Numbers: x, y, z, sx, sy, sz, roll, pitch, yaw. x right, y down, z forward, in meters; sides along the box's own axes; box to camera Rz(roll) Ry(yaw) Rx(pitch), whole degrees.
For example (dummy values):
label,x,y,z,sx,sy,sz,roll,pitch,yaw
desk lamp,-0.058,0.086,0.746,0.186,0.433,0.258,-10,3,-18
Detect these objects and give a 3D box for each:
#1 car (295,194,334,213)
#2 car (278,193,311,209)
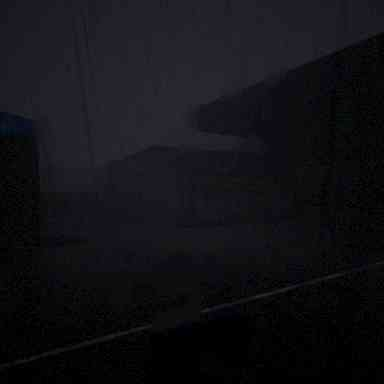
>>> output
label,x,y,z,sx,sy,sz,roll,pitch,yaw
car,12.435,1.247,33.914,4.611,1.667,2.242,-1,0,-36
car,12.632,1.046,41.042,3.866,1.878,1.905,-1,0,-36
